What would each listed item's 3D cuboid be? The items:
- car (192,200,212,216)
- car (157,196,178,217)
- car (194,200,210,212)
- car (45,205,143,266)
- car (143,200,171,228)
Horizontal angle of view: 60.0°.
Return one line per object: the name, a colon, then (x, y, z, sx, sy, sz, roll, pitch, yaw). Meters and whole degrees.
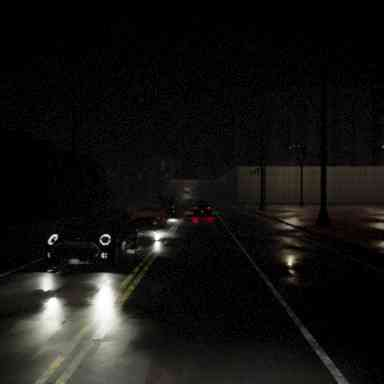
car: (1.043, 1.716, 34.439, 1.812, 1.442, 4.674, 0, 0, 1)
car: (-2.624, 1.406, 33.657, 2.150, 2.045, 5.566, 0, 0, 0)
car: (1.323, 1.792, 44.382, 2.033, 1.411, 5.357, 0, 0, 2)
car: (-3.304, 1.416, 11.768, 2.097, 1.767, 4.553, 0, 0, 2)
car: (-2.897, 1.607, 23.575, 1.882, 1.535, 5.008, 0, 0, 2)
